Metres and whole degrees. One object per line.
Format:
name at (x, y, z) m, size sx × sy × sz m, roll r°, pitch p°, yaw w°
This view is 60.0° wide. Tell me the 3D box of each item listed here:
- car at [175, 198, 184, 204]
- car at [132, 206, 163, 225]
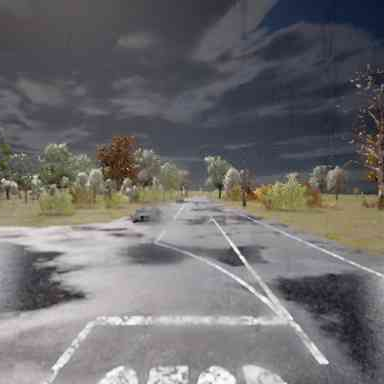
car at (-3.034, 2.111, 79.888) m, size 1.895 × 1.301 × 4.718 m, roll 0°, pitch 0°, yaw 2°
car at (-3.374, 1.757, 26.002) m, size 1.994 × 1.385 × 4.181 m, roll 0°, pitch 0°, yaw 0°
